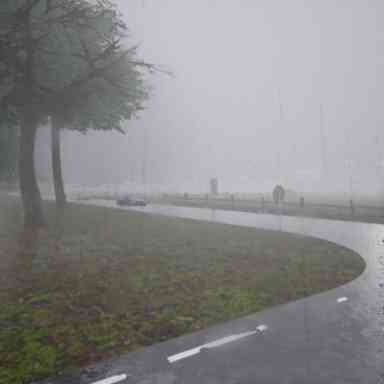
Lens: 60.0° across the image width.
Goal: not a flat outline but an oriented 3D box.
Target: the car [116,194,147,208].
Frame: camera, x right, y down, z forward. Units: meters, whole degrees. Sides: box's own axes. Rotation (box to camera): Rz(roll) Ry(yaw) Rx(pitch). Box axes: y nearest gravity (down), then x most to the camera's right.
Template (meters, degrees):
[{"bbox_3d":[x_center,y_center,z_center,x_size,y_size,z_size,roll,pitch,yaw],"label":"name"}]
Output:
[{"bbox_3d":[-6.544,0.949,35.795,1.994,1.385,4.181,-2,2,-36],"label":"car"}]

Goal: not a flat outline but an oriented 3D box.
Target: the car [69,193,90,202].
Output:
[{"bbox_3d":[-17.256,0.804,50.886,1.895,1.301,4.718,-2,2,-36],"label":"car"}]
